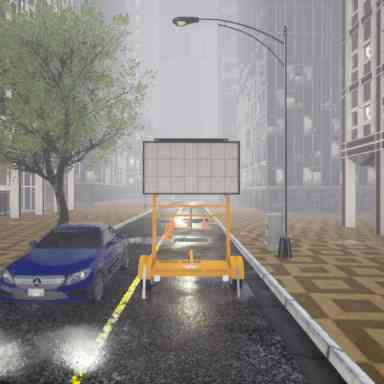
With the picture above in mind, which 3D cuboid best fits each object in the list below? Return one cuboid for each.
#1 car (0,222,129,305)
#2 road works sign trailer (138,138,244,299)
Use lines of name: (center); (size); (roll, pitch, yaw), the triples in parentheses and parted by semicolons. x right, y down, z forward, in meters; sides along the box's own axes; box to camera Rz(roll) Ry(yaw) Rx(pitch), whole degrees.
car: (-2.768, 1.525, 8.221); (1.812, 1.442, 4.674); (0, 0, 0)
road works sign trailer: (-0.018, 0.464, 8.393); (2.380, 3.560, 2.880); (0, 0, 0)
